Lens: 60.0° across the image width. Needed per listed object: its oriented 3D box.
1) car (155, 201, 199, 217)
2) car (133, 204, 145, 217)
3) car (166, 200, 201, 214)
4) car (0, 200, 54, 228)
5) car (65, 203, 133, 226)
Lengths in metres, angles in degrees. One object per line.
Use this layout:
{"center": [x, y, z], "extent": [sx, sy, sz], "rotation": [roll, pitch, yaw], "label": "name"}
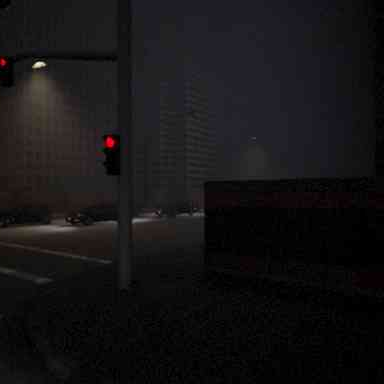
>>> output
{"center": [-1.541, 1.613, 32.487], "extent": [2.128, 1.511, 4.902], "rotation": [0, 0, 36], "label": "car"}
{"center": [-6.764, 1.690, 31.253], "extent": [2.033, 1.411, 5.357], "rotation": [0, 0, 36], "label": "car"}
{"center": [-0.957, 1.706, 39.240], "extent": [1.994, 1.385, 4.181], "rotation": [0, 0, 36], "label": "car"}
{"center": [-12.313, 1.496, 23.574], "extent": [2.097, 1.767, 4.553], "rotation": [0, 0, 36], "label": "car"}
{"center": [-7.049, 1.627, 24.896], "extent": [1.837, 1.490, 4.892], "rotation": [0, 0, 36], "label": "car"}
